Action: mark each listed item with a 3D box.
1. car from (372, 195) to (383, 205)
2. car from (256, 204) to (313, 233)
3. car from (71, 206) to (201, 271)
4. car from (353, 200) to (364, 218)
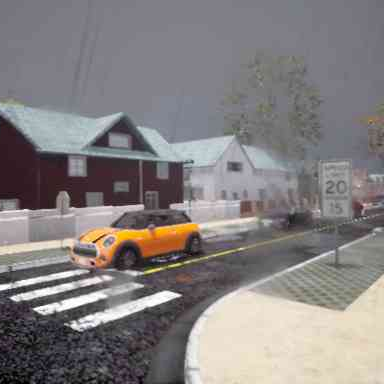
[{"bbox_3d":[23.573,1.024,40.829,1.882,1.535,5.008,0,0,40],"label":"car"},{"bbox_3d":[5.623,1.516,19.927,2.128,1.511,4.902,0,0,40],"label":"car"},{"bbox_3d":[-1.726,1.408,11.310,2.097,1.767,4.553,0,0,40],"label":"car"},{"bbox_3d":[13.694,1.462,29.374,1.882,1.535,5.008,0,0,41],"label":"car"}]
